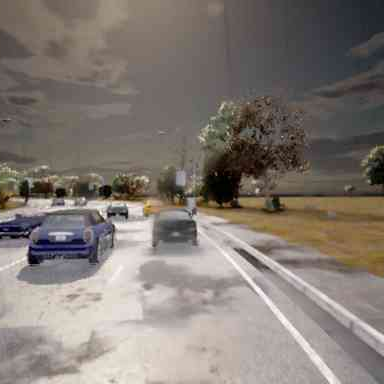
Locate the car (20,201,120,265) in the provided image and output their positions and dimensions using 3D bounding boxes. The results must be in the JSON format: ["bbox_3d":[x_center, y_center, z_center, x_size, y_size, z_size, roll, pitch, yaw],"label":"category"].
[{"bbox_3d":[-4.067,1.388,12.006,2.097,1.767,4.553,0,0,-5],"label":"car"}]

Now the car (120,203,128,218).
[{"bbox_3d":[-6.894,1.683,30.893,1.895,1.301,4.718,0,0,-12],"label":"car"}]

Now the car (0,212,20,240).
[{"bbox_3d":[-8.196,1.655,16.388,1.895,1.301,4.718,0,0,-7],"label":"car"}]

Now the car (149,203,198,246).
[{"bbox_3d":[-0.886,1.515,15.523,1.882,1.535,5.008,0,0,-6],"label":"car"}]

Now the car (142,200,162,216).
[{"bbox_3d":[-3.852,1.561,33.182,1.882,1.535,5.008,0,0,-12],"label":"car"}]

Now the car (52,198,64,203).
[{"bbox_3d":[-22.168,1.710,55.305,1.994,1.385,4.181,0,0,-22],"label":"car"}]

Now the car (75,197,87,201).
[{"bbox_3d":[-18.880,1.641,56.570,2.128,1.511,4.902,0,0,-22],"label":"car"}]
